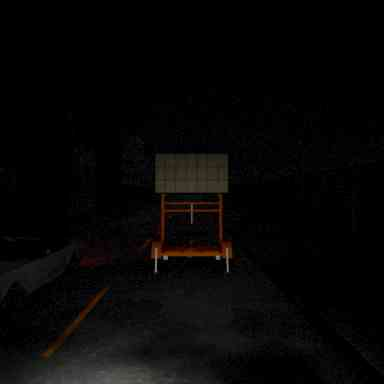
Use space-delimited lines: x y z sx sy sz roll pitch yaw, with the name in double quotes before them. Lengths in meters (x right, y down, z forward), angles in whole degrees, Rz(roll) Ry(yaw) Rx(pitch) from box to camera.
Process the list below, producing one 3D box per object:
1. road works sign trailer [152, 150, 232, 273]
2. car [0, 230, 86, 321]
"road works sign trailer" -0.007 0.464 10.646 2.380 3.560 2.880 0 0 0
"car" -4.005 1.601 7.401 1.895 1.301 4.718 0 0 0
